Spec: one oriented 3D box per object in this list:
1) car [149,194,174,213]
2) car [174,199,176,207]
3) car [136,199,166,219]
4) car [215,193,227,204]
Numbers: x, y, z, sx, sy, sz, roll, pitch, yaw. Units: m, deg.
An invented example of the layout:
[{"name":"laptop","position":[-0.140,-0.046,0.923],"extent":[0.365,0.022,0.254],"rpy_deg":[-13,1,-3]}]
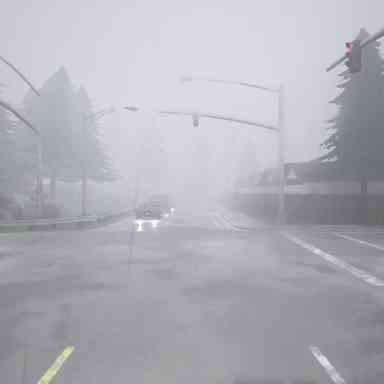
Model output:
[{"name":"car","position":[-3.607,1.220,38.158],"extent":[2.150,2.045,5.566],"rpy_deg":[0,0,0]},{"name":"car","position":[-3.394,1.505,49.034],"extent":[1.837,1.490,4.892],"rpy_deg":[0,0,3]},{"name":"car","position":[-3.605,1.564,28.833],"extent":[1.994,1.385,4.181],"rpy_deg":[0,0,0]},{"name":"car","position":[6.901,1.206,60.911],"extent":[5.566,2.045,2.150],"rpy_deg":[0,0,-22]}]
